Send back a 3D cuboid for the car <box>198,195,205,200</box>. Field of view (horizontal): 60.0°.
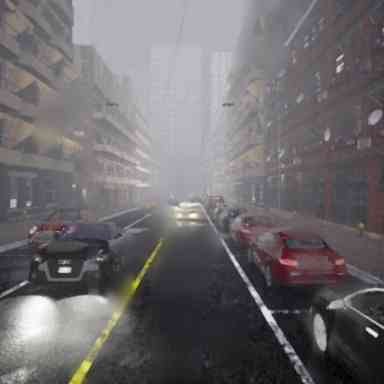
[{"bbox_3d":[2.590,1.457,92.200,1.752,1.417,4.829,-1,0,0],"label":"car"}]

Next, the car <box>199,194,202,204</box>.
[{"bbox_3d":[2.578,1.542,58.736,1.802,1.307,4.206,-1,0,0],"label":"car"}]

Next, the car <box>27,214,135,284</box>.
[{"bbox_3d":[-2.849,1.559,9.438,1.994,1.385,4.181,0,0,0],"label":"car"}]

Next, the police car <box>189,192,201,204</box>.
[{"bbox_3d":[0.848,1.382,63.089,1.930,1.638,5.238,0,0,0],"label":"police car"}]

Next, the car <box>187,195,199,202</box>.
[{"bbox_3d":[0.306,1.448,78.856,1.837,1.490,4.892,0,0,15],"label":"car"}]

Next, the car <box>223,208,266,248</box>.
[{"bbox_3d":[2.562,1.573,14.344,1.802,1.307,4.206,-1,0,0],"label":"car"}]

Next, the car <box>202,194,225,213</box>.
[{"bbox_3d":[2.567,1.291,36.540,2.192,1.841,5.009,-1,0,0],"label":"car"}]

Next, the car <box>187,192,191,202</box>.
[{"bbox_3d":[0.251,1.426,72.778,1.882,1.535,5.008,0,0,-11],"label":"car"}]

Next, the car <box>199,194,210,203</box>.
[{"bbox_3d":[2.579,1.266,69.834,2.192,1.841,5.009,-1,0,0],"label":"car"}]

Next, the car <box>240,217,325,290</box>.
[{"bbox_3d":[2.559,1.577,8.795,1.802,1.307,4.206,-1,0,0],"label":"car"}]

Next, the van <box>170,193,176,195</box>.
[{"bbox_3d":[-5.292,1.273,92.014,1.690,1.788,3.998,-1,0,0],"label":"van"}]

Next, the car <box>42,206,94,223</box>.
[{"bbox_3d":[-5.320,1.432,14.326,1.967,1.590,4.097,-1,0,0],"label":"car"}]

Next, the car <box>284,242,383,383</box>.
[{"bbox_3d":[2.557,1.549,3.246,2.008,1.369,4.403,-1,0,0],"label":"car"}]

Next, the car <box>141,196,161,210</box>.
[{"bbox_3d":[-5.309,1.498,41.901,1.752,1.417,4.829,-1,0,0],"label":"car"}]

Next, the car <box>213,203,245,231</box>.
[{"bbox_3d":[2.563,1.554,19.893,1.947,1.339,4.313,-1,0,0],"label":"car"}]

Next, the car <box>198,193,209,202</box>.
[{"bbox_3d":[2.581,1.261,75.383,2.192,1.841,5.009,-1,0,0],"label":"car"}]

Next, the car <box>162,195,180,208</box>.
[{"bbox_3d":[-2.808,1.533,47.874,1.994,1.385,4.181,0,0,0],"label":"car"}]

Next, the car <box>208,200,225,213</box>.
[{"bbox_3d":[2.565,1.535,25.442,2.008,1.369,4.403,-1,0,0],"label":"car"}]
